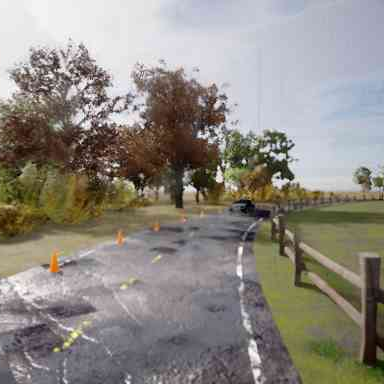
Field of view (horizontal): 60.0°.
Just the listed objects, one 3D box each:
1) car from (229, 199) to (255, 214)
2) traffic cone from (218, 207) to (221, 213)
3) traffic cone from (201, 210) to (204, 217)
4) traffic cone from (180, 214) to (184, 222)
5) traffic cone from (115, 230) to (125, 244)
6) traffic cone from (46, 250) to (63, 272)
[{"bbox_3d":[5.220,1.446,34.170,1.812,1.442,4.674,0,0,25],"label":"car"},{"bbox_3d":[2.844,1.873,34.194,0.340,0.580,0.340,0,0,24],"label":"traffic cone"},{"bbox_3d":[0.918,1.901,29.424,0.340,0.580,0.340,0,0,20],"label":"traffic cone"},{"bbox_3d":[-0.726,1.923,24.551,0.340,0.580,0.340,0,0,17],"label":"traffic cone"},{"bbox_3d":[-3.149,1.946,14.558,0.340,0.580,0.340,0,0,10],"label":"traffic cone"},{"bbox_3d":[-3.920,1.947,9.474,0.340,0.580,0.340,0,0,7],"label":"traffic cone"}]
